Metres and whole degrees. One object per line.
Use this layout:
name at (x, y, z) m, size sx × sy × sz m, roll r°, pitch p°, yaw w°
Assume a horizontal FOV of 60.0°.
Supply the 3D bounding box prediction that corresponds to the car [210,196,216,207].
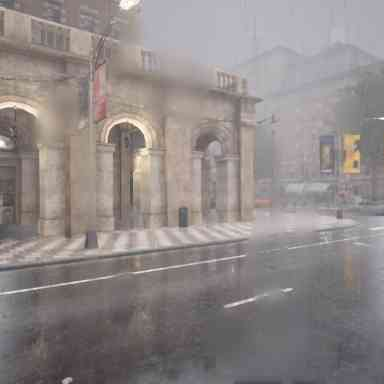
car at (1.428, 1.595, 46.360) m, size 1.895 × 1.301 × 4.718 m, roll 0°, pitch 0°, yaw -36°

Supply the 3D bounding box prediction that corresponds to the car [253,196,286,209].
car at (10.526, 1.352, 45.134) m, size 2.097 × 1.767 × 4.553 m, roll 0°, pitch 0°, yaw -36°

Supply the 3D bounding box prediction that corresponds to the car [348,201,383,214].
car at (18.658, 1.601, 33.899) m, size 1.895 × 1.301 × 4.718 m, roll 0°, pitch 0°, yaw -36°

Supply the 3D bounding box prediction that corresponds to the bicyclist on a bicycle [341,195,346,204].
bicyclist on a bicycle at (26.016, 1.300, 56.959) m, size 1.656 × 1.620 × 0.582 m, roll 0°, pitch 0°, yaw -36°

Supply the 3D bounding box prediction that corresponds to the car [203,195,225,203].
car at (4.709, 1.518, 72.949) m, size 2.128 × 1.511 × 4.902 m, roll 0°, pitch 0°, yaw -36°
